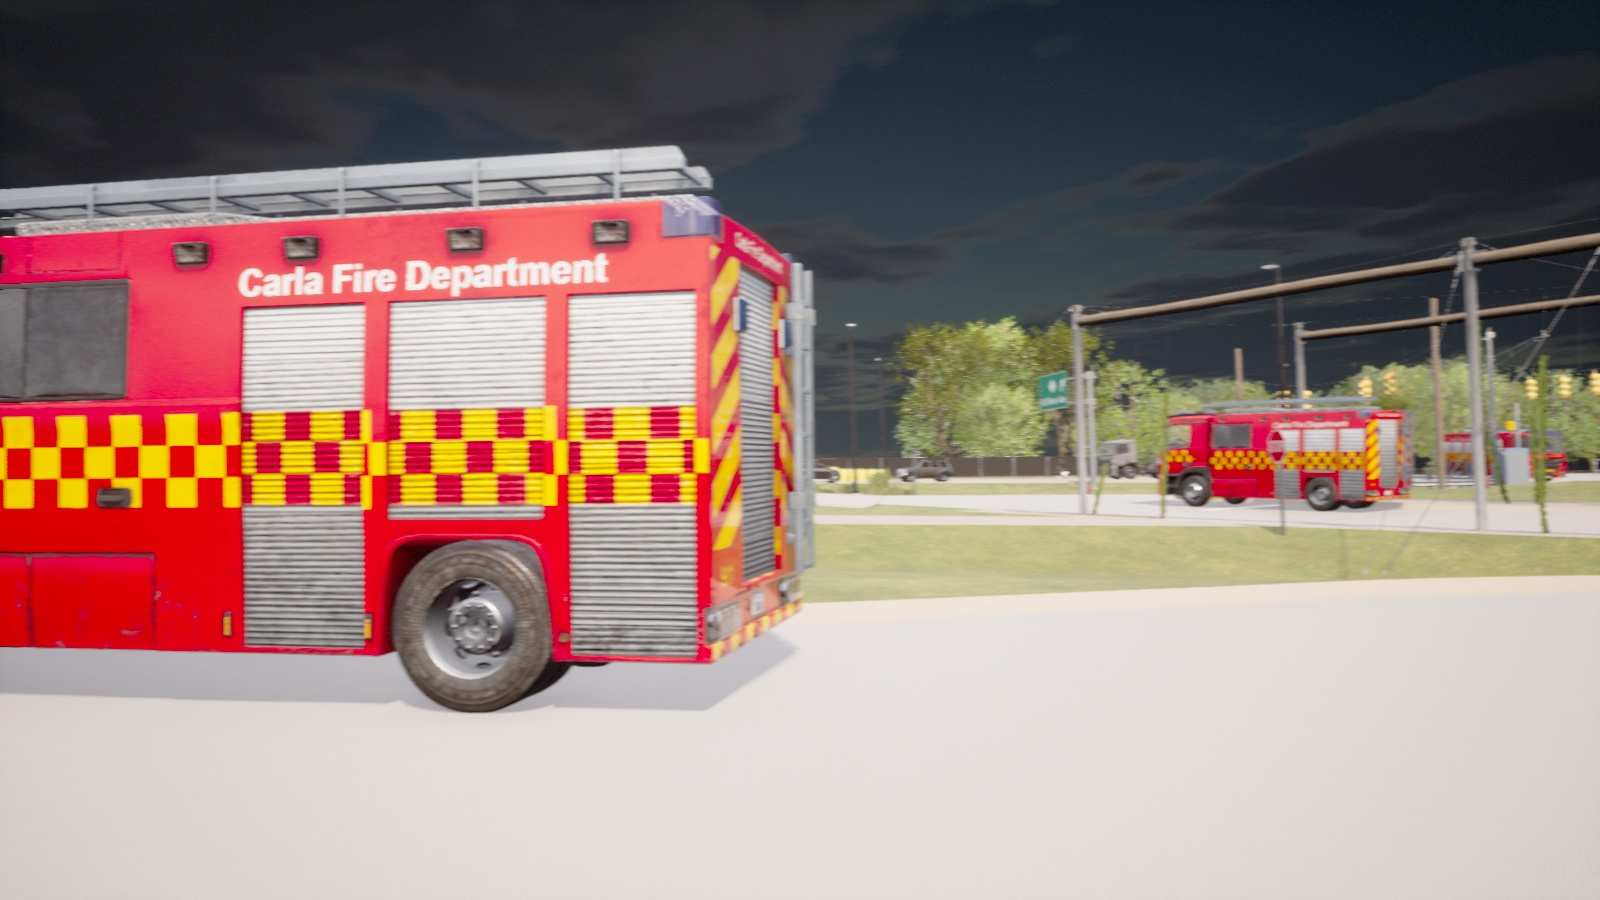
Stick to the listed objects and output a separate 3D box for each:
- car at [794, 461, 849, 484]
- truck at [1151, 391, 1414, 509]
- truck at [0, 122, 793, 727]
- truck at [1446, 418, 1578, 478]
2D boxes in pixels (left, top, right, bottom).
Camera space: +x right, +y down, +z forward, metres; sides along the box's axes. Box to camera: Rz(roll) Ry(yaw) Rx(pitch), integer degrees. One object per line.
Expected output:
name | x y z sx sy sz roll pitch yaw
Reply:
car | 1.534 1.655 90.500 3.705 1.549 1.789 -1 -2 -11
truck | 17.014 0.006 44.976 2.891 3.827 8.468 -2 0 -36
truck | -4.537 -0.073 10.239 8.468 3.827 2.891 -1 0 12
truck | 47.952 -0.111 84.952 2.891 3.827 8.468 -1 0 -11
